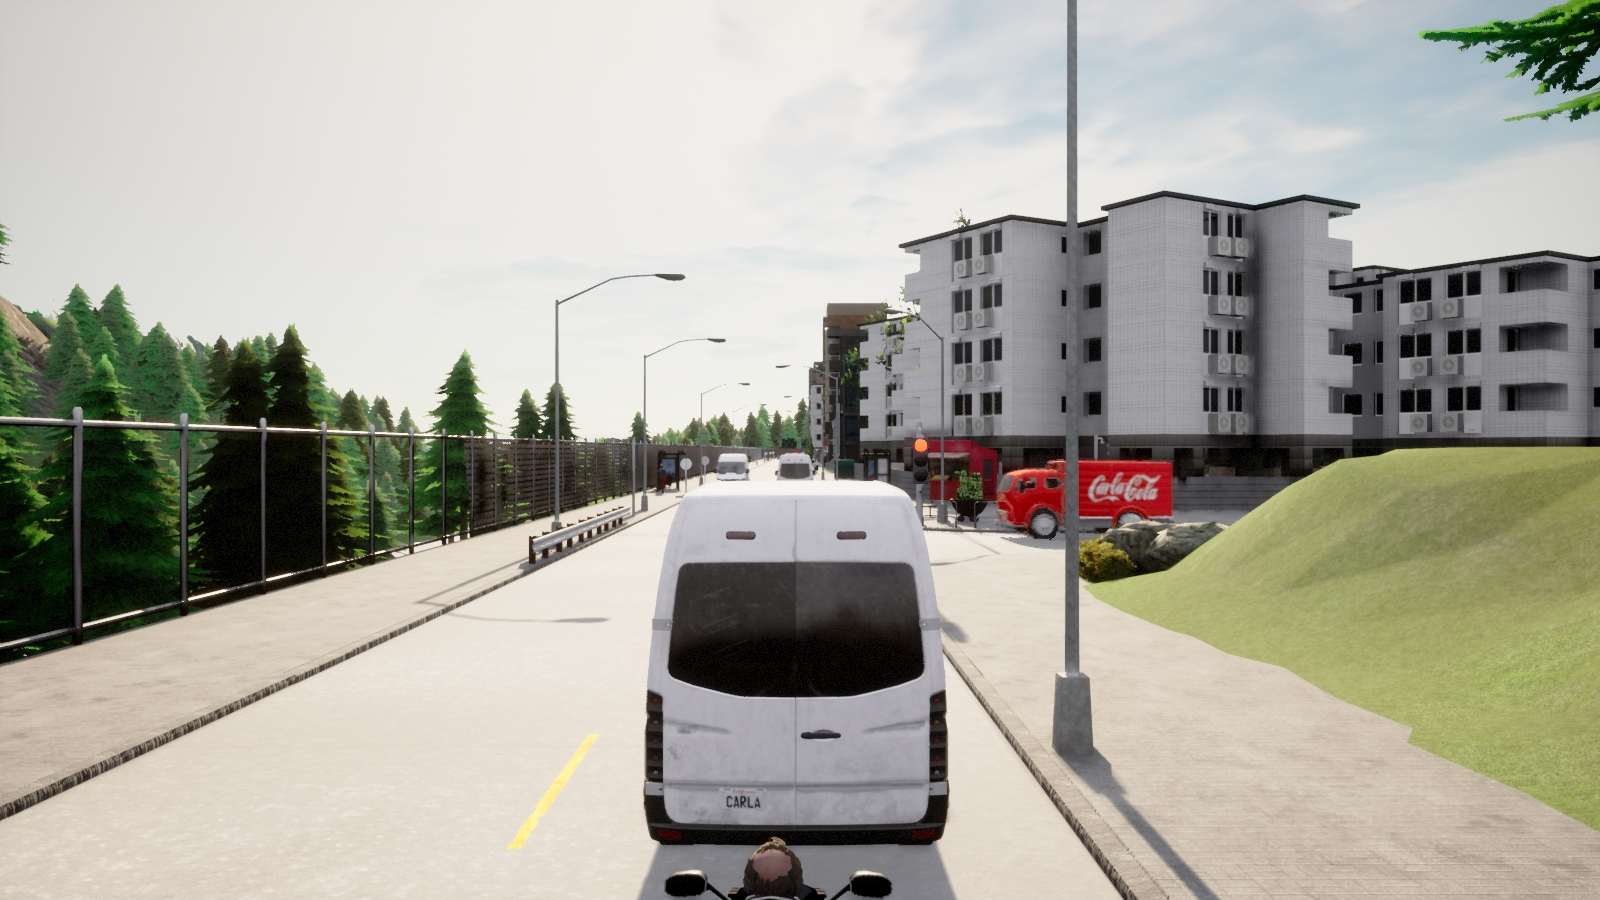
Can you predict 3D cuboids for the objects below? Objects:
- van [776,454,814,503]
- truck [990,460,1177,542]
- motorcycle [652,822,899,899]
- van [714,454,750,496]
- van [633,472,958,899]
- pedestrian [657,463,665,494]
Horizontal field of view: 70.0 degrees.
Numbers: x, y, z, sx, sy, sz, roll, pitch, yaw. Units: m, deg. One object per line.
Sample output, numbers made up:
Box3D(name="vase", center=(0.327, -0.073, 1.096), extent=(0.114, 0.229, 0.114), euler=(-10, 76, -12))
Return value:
Box3D(name="van", center=(-0.280, 1.534, 63.801), extent=(1.988, 2.561, 5.915), euler=(0, 0, 0))
Box3D(name="truck", center=(8.931, 1.569, 36.382), extent=(5.204, 2.467, 2.627), euler=(0, 0, -3))
Box3D(name="motorcycle", center=(-0.090, 2.205, 3.746), extent=(0.867, 1.251, 2.209), euler=(0, 0, 1))
Box3D(name="van", center=(-4.325, 1.533, 73.376), extent=(1.988, 2.561, 5.915), euler=(0, 0, 0))
Box3D(name="van", center=(-0.034, 1.534, 9.946), extent=(1.988, 2.561, 5.915), euler=(0, 0, 0))
Box3D(name="pedestrian", center=(-8.534, 1.744, 70.284), extent=(0.375, 1.860, 0.375), euler=(0, 0, -34))
